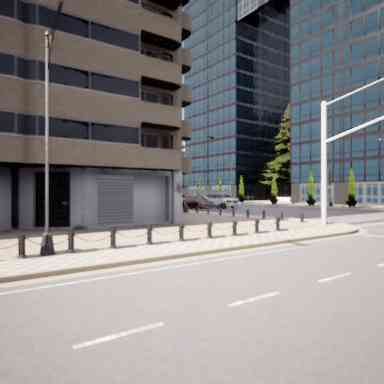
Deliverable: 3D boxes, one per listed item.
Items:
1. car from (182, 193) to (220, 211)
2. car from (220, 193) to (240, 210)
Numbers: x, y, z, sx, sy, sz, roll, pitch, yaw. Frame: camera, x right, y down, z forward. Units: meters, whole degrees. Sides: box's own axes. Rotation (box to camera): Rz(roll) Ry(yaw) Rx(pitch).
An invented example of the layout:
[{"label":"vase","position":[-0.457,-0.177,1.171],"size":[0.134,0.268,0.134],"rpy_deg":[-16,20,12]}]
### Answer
[{"label":"car","position":[0.742,1.269,39.823],"size":[2.097,1.767,4.553],"rpy_deg":[0,0,-35]},{"label":"car","position":[3.598,1.134,41.842],"size":[2.150,2.045,5.566],"rpy_deg":[0,0,-35]}]
